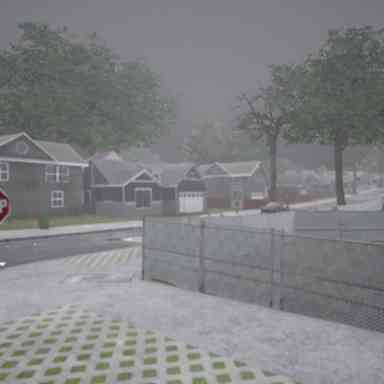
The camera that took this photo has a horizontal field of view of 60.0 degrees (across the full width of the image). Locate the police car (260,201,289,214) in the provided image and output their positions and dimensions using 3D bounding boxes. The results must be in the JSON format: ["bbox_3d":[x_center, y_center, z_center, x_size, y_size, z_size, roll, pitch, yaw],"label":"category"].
[{"bbox_3d":[9.380,1.797,37.781,1.930,1.638,5.238,0,0,36],"label":"police car"}]
